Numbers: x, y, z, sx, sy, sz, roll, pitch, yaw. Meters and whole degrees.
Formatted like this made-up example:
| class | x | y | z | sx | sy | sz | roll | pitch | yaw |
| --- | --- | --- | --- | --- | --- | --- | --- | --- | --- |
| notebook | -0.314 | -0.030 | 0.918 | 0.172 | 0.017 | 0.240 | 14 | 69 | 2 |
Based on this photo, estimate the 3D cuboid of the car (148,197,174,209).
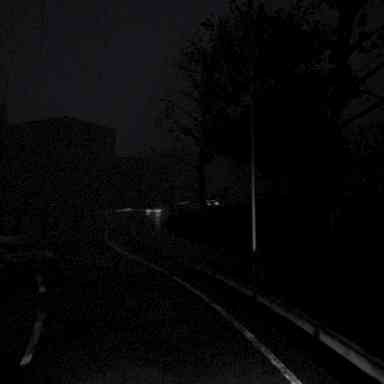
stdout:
| class | x | y | z | sx | sy | sz | roll | pitch | yaw |
| --- | --- | --- | --- | --- | --- | --- | --- | --- | --- |
| car | -4.290 | 1.495 | 46.023 | 1.837 | 1.490 | 4.892 | -1 | 1 | 26 |

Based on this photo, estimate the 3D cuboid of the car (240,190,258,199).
| class | x | y | z | sx | sy | sz | roll | pitch | yaw |
| --- | --- | --- | --- | --- | --- | --- | --- | --- | --- |
| car | 12.040 | 0.511 | 71.999 | 2.097 | 1.767 | 4.553 | -1 | 1 | 26 |

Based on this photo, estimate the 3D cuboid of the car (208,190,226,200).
| class | x | y | z | sx | sy | sz | roll | pitch | yaw |
| --- | --- | --- | --- | --- | --- | --- | --- | --- | --- |
| car | 4.956 | 0.679 | 64.885 | 2.150 | 2.045 | 5.566 | -1 | 1 | 26 |

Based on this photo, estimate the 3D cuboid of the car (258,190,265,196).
| class | x | y | z | sx | sy | sz | roll | pitch | yaw |
| --- | --- | --- | --- | --- | --- | --- | --- | --- | --- |
| car | 16.446 | 0.287 | 81.015 | 2.033 | 1.411 | 5.357 | -1 | 1 | 26 |
